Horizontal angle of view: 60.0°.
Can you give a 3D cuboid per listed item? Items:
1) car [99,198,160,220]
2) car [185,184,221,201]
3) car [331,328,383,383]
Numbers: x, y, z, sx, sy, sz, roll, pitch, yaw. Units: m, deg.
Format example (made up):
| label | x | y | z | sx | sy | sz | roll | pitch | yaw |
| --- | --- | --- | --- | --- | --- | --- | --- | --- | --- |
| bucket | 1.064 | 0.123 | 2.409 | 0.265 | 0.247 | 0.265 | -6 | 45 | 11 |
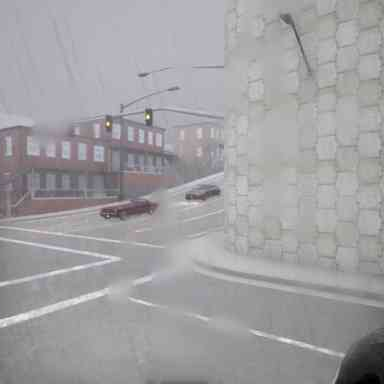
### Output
| label | x | y | z | sx | sy | sz | roll | pitch | yaw |
| --- | --- | --- | --- | --- | --- | --- | --- | --- | --- |
| car | -4.560 | 1.187 | 24.729 | 1.895 | 1.301 | 4.718 | 0 | 5 | 35 |
| car | 1.104 | -0.041 | 32.727 | 1.994 | 1.385 | 4.181 | 0 | 9 | 35 |
| car | 3.308 | 1.492 | 1.604 | 4.902 | 1.511 | 2.128 | 0 | 0 | 36 |
